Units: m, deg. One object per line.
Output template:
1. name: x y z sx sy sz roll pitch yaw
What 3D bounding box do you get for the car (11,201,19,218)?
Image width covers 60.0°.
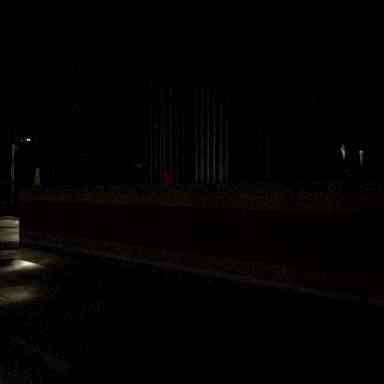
1. car: -12.249 1.603 28.808 2.033 1.411 5.357 0 0 37

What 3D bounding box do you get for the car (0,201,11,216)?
1. car: -16.407 1.547 29.086 2.128 1.511 4.902 0 0 37
